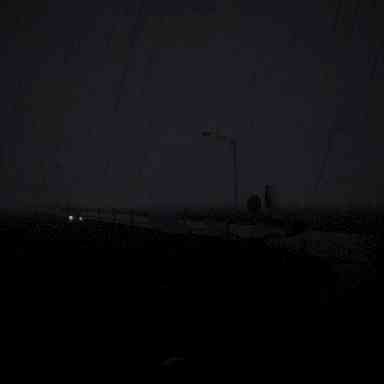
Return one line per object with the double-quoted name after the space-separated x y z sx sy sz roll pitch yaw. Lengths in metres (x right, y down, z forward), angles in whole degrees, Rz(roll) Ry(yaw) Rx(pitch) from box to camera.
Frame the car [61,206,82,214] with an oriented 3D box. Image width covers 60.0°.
-18.235 2.713 50.343 1.895 1.301 4.718 -1 -1 -35 "car"
